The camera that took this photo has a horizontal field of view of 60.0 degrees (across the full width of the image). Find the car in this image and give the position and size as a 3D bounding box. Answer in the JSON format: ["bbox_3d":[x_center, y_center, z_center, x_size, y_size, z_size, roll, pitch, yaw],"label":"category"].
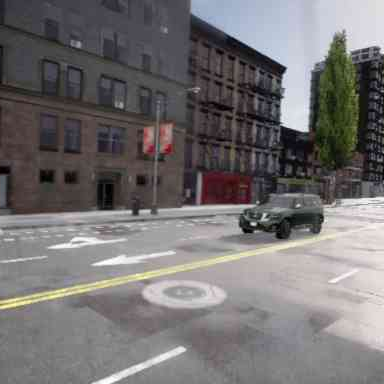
[{"bbox_3d":[4.668,1.083,16.695,2.150,2.045,5.566,4,3,44],"label":"car"}]
